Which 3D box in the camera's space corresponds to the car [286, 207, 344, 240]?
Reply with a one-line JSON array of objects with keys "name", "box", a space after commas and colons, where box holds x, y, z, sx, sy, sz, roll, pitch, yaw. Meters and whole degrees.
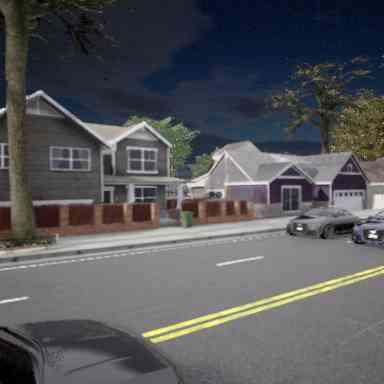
[{"name": "car", "box": [6.531, 1.459, 16.316, 4.181, 1.385, 1.994, -1, 0, -35]}]

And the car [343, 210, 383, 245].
[{"name": "car", "box": [8.433, 1.459, 13.682, 4.181, 1.385, 1.994, -1, 0, -35]}]

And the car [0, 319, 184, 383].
[{"name": "car", "box": [-2.248, 1.507, 1.834, 4.892, 1.490, 1.837, 0, 0, -35]}]
